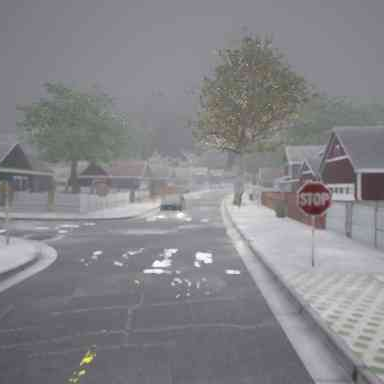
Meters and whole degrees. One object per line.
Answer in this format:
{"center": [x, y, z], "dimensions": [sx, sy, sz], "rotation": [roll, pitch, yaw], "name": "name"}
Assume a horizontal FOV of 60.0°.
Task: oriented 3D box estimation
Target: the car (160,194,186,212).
{"center": [-1.599, 0.920, 29.376], "dimensions": [1.882, 1.535, 5.008], "rotation": [0, 3, 4], "name": "car"}
